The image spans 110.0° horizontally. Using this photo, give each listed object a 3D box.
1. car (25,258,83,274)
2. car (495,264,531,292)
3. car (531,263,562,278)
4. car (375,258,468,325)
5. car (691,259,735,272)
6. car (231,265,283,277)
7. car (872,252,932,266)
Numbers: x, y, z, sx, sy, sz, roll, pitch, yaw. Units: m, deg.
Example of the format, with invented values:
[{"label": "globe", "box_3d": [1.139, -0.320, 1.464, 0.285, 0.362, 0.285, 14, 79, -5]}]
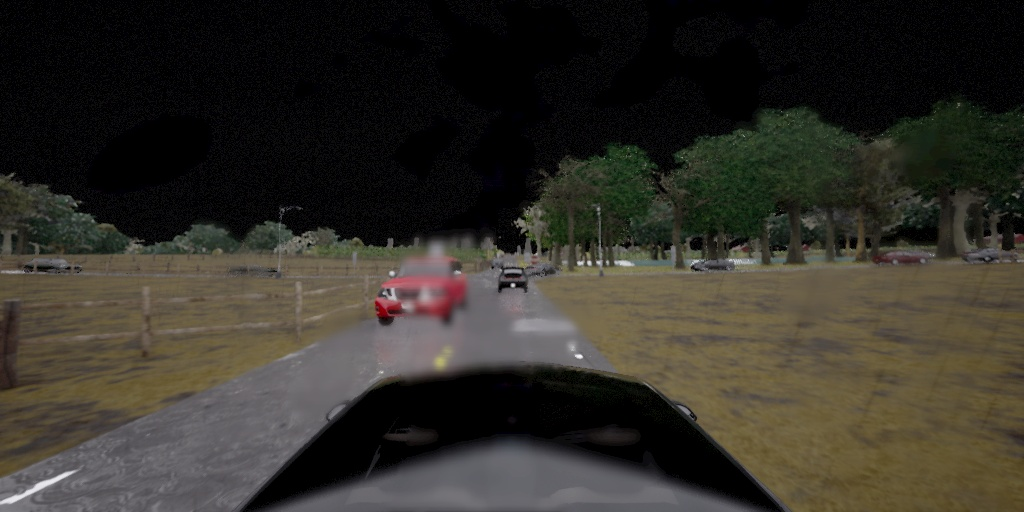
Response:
[{"label": "car", "box_3d": [-50.912, 1.064, 39.953, 4.553, 1.767, 2.097, 2, -2, 0]}, {"label": "car", "box_3d": [0.071, 1.455, 23.109, 1.837, 1.490, 4.892, 0, 0, 0]}, {"label": "car", "box_3d": [3.433, 1.454, 38.067, 2.128, 1.511, 4.902, -2, 0, 42]}, {"label": "car", "box_3d": [-2.847, 1.076, 12.608, 2.150, 2.045, 5.566, 0, -1, 0]}, {"label": "car", "box_3d": [24.047, 1.141, 43.026, 4.892, 1.490, 1.837, -2, -2, 0]}, {"label": "car", "box_3d": [-28.314, 1.674, 39.915, 4.718, 1.301, 1.895, 0, -2, 0]}, {"label": "car", "box_3d": [43.512, 0.320, 40.216, 5.008, 1.535, 1.882, -2, -2, 0]}]
